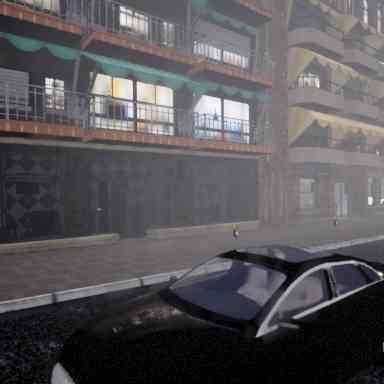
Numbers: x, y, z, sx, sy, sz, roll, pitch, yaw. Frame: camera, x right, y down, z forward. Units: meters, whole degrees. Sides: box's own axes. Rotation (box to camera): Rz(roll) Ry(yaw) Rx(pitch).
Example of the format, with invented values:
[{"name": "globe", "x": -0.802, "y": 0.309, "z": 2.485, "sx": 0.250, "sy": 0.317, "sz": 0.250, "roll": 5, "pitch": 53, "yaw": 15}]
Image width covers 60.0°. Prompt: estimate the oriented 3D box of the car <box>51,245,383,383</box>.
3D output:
[{"name": "car", "x": 0.906, "y": 1.490, "z": 4.076, "sx": 4.902, "sy": 1.511, "sz": 2.128, "roll": 0, "pitch": 0, "yaw": -37}]
